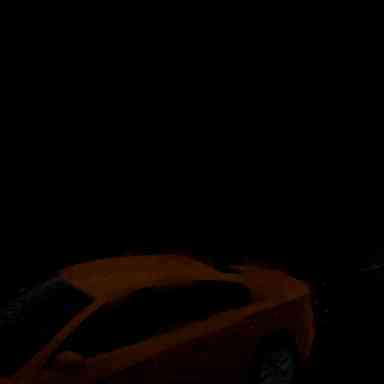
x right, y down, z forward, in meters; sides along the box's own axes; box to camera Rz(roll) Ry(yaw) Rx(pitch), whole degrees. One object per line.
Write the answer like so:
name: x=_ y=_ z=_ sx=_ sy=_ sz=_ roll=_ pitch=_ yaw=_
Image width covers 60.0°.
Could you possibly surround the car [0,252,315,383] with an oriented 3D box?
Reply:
car: x=-0.823 y=1.478 z=3.407 sx=5.008 sy=1.535 sz=1.882 roll=0 pitch=0 yaw=-36
